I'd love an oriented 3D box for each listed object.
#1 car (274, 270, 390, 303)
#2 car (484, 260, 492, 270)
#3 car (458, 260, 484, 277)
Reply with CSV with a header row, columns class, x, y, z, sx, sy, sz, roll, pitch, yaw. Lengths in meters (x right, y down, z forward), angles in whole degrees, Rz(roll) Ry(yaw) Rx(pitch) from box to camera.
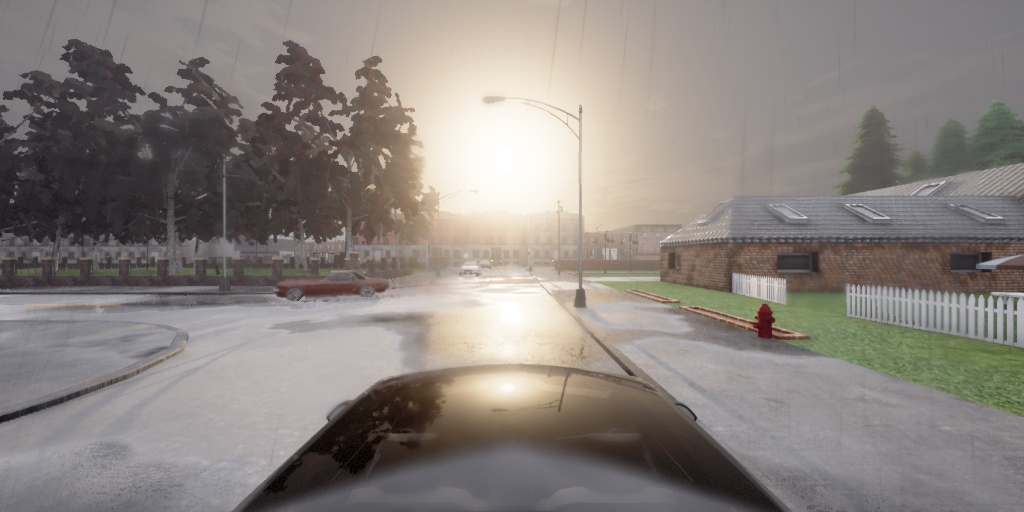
class,x,y,z,sx,sy,sz,roll,pitch,yaw
car,-8.315,1.351,16.835,4.718,1.301,1.895,0,0,-26
car,-4.013,1.275,53.213,1.812,1.442,4.674,0,0,0
car,-4.100,1.276,35.708,1.812,1.442,4.674,0,0,0
